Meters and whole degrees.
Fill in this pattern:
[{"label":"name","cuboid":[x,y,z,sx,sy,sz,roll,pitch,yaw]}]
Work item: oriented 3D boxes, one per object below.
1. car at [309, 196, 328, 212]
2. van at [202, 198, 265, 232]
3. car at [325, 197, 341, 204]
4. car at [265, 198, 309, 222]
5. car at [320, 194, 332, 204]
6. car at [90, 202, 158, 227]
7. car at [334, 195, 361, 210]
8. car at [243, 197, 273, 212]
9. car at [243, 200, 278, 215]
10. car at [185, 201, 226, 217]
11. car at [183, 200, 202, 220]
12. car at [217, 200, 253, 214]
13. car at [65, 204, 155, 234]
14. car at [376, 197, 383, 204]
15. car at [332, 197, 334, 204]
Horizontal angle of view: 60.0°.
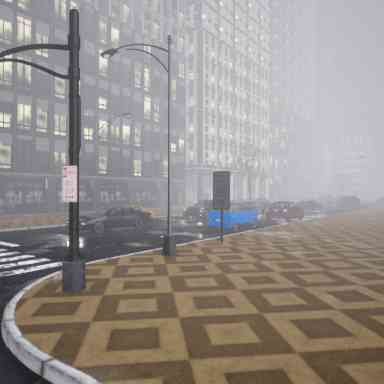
[{"label":"car","cuboid":[13.901,1.532,39.166,2.128,1.511,4.902,0,0,38]},{"label":"van","cuboid":[2.613,1.368,20.250,1.690,1.788,3.998,0,0,38]},{"label":"car","cuboid":[28.445,1.625,66.977,2.008,1.369,4.403,0,0,38]},{"label":"car","cuboid":[7.570,1.473,26.882,1.967,1.590,4.097,0,0,38]},{"label":"car","cuboid":[25.055,1.381,62.566,2.192,1.841,5.009,0,0,38]},{"label":"car","cuboid":[-4.780,1.540,23.958,1.752,1.417,4.829,0,0,38]},{"label":"car","cuboid":[21.131,1.369,44.529,2.192,1.841,5.009,0,0,38]},{"label":"car","cuboid":[8.103,1.471,40.508,1.967,1.590,4.097,0,0,38]},{"label":"car","cuboid":[7.307,1.594,35.406,1.994,1.385,4.181,0,0,38]},{"label":"car","cuboid":[1.322,1.604,31.685,1.802,1.307,4.206,0,0,38]},{"label":"car","cuboid":[1.262,1.375,27.552,2.097,1.767,4.553,0,0,38]},{"label":"car","cuboid":[4.713,1.571,36.097,1.887,1.381,4.507,0,0,38]},{"label":"car","cuboid":[-4.711,1.564,19.788,2.033,1.411,5.357,0,0,38]},{"label":"car","cuboid":[38.082,1.659,66.585,1.947,1.339,4.313,0,0,38]},{"label":"car","cuboid":[24.364,1.414,52.782,2.097,1.767,4.553,0,0,37]}]
